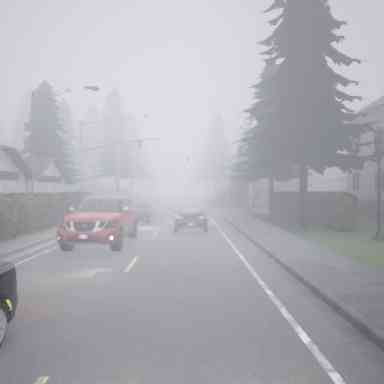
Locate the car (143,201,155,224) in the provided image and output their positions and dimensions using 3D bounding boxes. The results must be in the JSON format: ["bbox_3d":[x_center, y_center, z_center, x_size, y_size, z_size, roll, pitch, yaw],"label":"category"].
[{"bbox_3d":[-3.705,1.402,23.626,1.837,1.490,4.892,0,0,-1],"label":"car"}]

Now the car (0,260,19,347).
[{"bbox_3d":[-3.617,1.465,3.133,1.882,1.535,5.008,0,0,-1],"label":"car"}]

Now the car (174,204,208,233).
[{"bbox_3d":[-0.062,1.420,18.900,1.812,1.442,4.674,0,0,0],"label":"car"}]

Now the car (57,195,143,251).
[{"bbox_3d":[-3.699,1.149,14.080,2.150,2.045,5.566,0,0,0],"label":"car"}]
